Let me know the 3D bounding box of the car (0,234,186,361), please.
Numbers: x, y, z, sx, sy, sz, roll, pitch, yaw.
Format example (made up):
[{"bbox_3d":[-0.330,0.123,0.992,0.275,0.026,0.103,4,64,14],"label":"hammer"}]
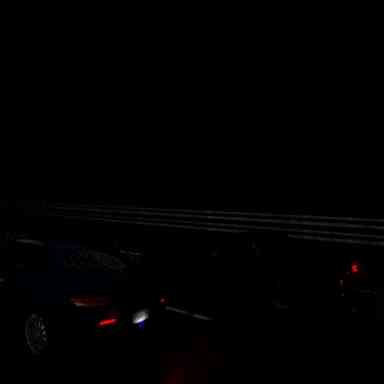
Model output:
[{"bbox_3d":[-2.563,1.480,5.815,4.674,1.442,1.812,1,0,35],"label":"car"}]

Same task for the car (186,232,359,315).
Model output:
[{"bbox_3d":[1.047,1.571,7.540,4.718,1.301,1.895,1,0,35],"label":"car"}]
